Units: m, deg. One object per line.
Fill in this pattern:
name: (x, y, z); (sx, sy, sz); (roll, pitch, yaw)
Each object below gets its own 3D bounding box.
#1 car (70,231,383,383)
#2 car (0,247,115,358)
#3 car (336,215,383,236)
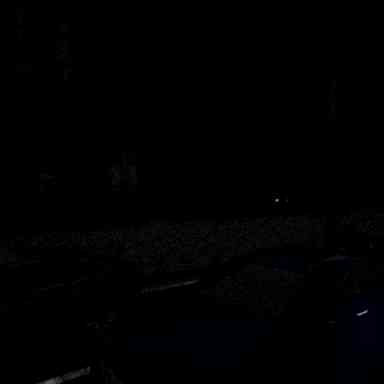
car: (1.144, 1.505, 4.197); (4.674, 1.442, 1.812); (0, 0, -35)
car: (-2.802, 1.564, 4.767); (4.313, 1.339, 1.947); (0, 0, -35)
car: (6.380, 1.471, 11.315); (4.507, 1.381, 1.887); (0, 0, -35)
